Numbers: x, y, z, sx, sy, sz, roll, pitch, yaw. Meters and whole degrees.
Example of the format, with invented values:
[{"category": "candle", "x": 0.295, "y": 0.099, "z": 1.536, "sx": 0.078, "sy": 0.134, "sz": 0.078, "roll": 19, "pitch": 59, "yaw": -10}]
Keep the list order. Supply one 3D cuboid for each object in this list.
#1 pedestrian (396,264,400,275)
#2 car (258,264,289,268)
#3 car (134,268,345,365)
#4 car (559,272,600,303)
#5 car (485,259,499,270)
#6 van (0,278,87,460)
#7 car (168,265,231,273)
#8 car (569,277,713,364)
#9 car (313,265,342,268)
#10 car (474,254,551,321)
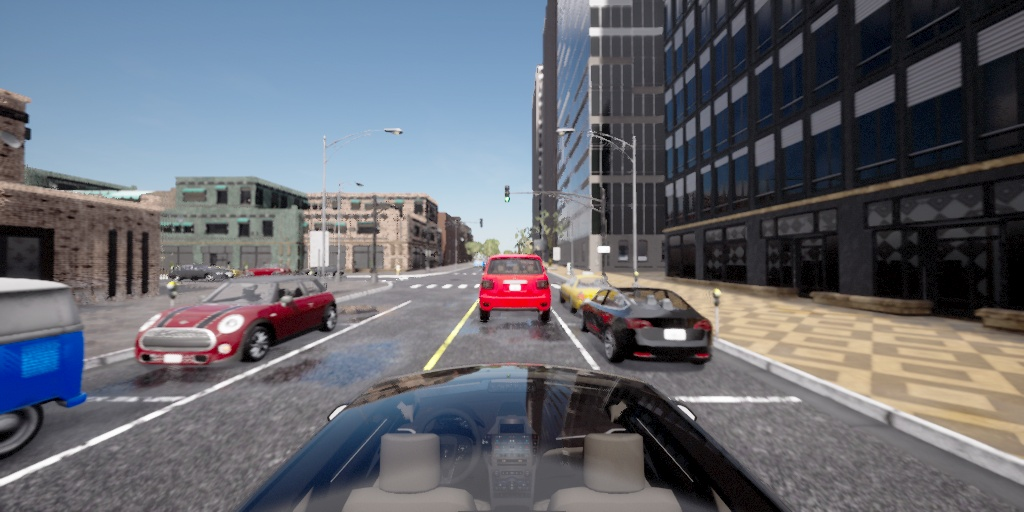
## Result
[{"category": "pedestrian", "x": -12.543, "y": 1.415, "z": 39.530, "sx": 0.375, "sy": 1.300, "sz": 0.375, "roll": 0, "pitch": 0, "yaw": 1}, {"category": "car", "x": -24.958, "y": 1.504, "z": 36.735, "sx": 4.097, "sy": 1.591, "sz": 1.967, "roll": 0, "pitch": 0, "yaw": 1}, {"category": "car", "x": -5.690, "y": 1.194, "z": 8.002, "sx": 1.967, "sy": 1.591, "sz": 4.097, "roll": 0, "pitch": 0, "yaw": 0}, {"category": "car", "x": 2.829, "y": 1.284, "z": 13.761, "sx": 1.751, "sy": 1.417, "sz": 4.829, "roll": 0, "pitch": 0, "yaw": 0}, {"category": "car", "x": -3.066, "y": 1.297, "z": 56.245, "sx": 1.837, "sy": 1.490, "sz": 4.892, "roll": 0, "pitch": 0, "yaw": 0}, {"category": "van", "x": -5.690, "y": 1.091, "z": 2.358, "sx": 1.690, "sy": 1.789, "sz": 3.998, "roll": 0, "pitch": 0, "yaw": 0}, {"category": "car", "x": -26.790, "y": 1.478, "z": 30.979, "sx": 4.902, "sy": 1.511, "sz": 2.128, "roll": -1, "pitch": -1, "yaw": 1}, {"category": "car", "x": 2.658, "y": 1.320, "z": 7.948, "sx": 1.948, "sy": 1.339, "sz": 4.313, "roll": 0, "pitch": 0, "yaw": 0}, {"category": "car", "x": -19.411, "y": 1.577, "z": 36.664, "sx": 4.313, "sy": 1.339, "sz": 1.948, "roll": 0, "pitch": 0, "yaw": 1}, {"category": "car", "x": 0.098, "y": 0.977, "z": 12.583, "sx": 2.150, "sy": 2.045, "sz": 5.566, "roll": 0, "pitch": 0, "yaw": 0}]
